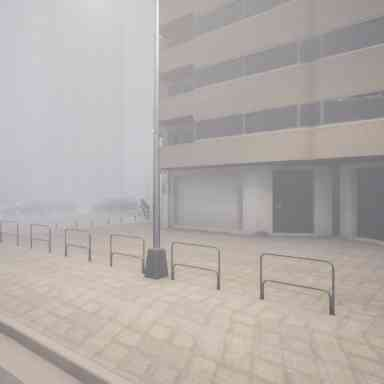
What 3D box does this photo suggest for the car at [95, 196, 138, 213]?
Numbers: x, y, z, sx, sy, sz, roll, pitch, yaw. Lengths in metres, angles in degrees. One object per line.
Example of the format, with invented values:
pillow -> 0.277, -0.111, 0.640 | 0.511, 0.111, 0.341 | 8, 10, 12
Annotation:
car -> -8.338, 1.408, 38.228 | 2.097, 1.767, 4.553 | 0, 0, 38

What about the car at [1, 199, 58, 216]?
car -> -16.598, 1.560, 33.621 | 1.837, 1.490, 4.892 | 0, 0, 38

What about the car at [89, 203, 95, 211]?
car -> -10.455, 1.560, 41.493 | 1.837, 1.490, 4.892 | 0, 0, 38

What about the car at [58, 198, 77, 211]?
car -> -16.244, 1.533, 39.772 | 1.882, 1.535, 5.008 | 0, 0, 38

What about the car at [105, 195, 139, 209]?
car -> -9.975, 1.407, 47.766 | 2.097, 1.767, 4.553 | 0, 0, 38

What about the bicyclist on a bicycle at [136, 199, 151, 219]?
bicyclist on a bicycle -> -3.846, 1.357, 26.430 | 1.656, 1.620, 0.582 | 0, 0, 38
